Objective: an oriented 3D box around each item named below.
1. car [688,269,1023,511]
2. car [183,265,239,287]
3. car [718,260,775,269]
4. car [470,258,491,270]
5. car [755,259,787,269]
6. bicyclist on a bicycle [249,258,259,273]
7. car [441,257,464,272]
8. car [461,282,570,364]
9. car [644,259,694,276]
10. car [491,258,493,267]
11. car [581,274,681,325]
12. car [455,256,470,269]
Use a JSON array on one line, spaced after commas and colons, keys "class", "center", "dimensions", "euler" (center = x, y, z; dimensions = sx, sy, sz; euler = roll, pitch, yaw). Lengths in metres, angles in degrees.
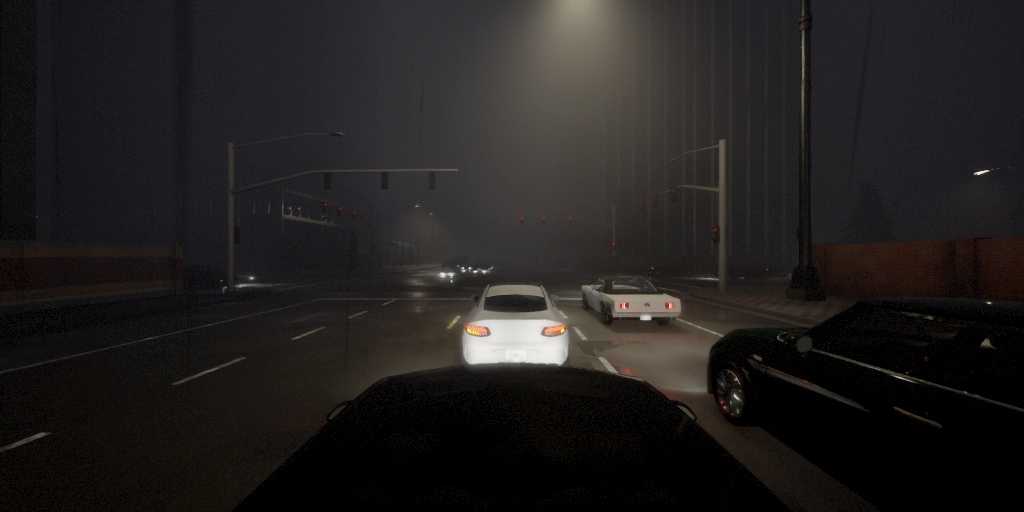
[{"class": "car", "center": [3.600, 1.102, 2.853], "dimensions": [2.097, 1.767, 4.553], "euler": [0, 0, 0]}, {"class": "car", "center": [-20.910, 1.314, 24.057], "dimensions": [4.181, 1.385, 1.994], "euler": [0, 0, -1]}, {"class": "car", "center": [20.194, 1.314, 31.651], "dimensions": [4.181, 1.385, 1.994], "euler": [0, 0, -1]}, {"class": "car", "center": [-4.416, 1.314, 50.778], "dimensions": [1.994, 1.385, 4.181], "euler": [0, 0, -1]}, {"class": "car", "center": [24.235, 1.102, 35.186], "dimensions": [4.553, 1.767, 2.097], "euler": [0, 0, 0]}, {"class": "bicyclist on a bicycle", "center": [-28.403, 1.051, 39.478], "dimensions": [0.582, 1.620, 1.656], "euler": [0, 0, -1]}, {"class": "car", "center": [-7.885, 1.241, 46.213], "dimensions": [2.128, 1.511, 4.902], "euler": [0, 0, 1]}, {"class": "car", "center": [0.060, 1.276, 7.538], "dimensions": [1.812, 1.442, 4.674], "euler": [0, 0, 0]}, {"class": "car", "center": [15.343, 1.102, 35.106], "dimensions": [4.553, 1.767, 2.097], "euler": [0, 0, 0]}, {"class": "car", "center": [-4.538, 1.275, 59.394], "dimensions": [1.812, 1.442, 4.674], "euler": [0, 0, -1]}, {"class": "car", "center": [3.564, 1.351, 11.755], "dimensions": [1.895, 1.301, 4.718], "euler": [0, 0, 0]}, {"class": "car", "center": [-7.991, 0.971, 56.059], "dimensions": [2.150, 2.045, 5.566], "euler": [0, 0, -1]}]
